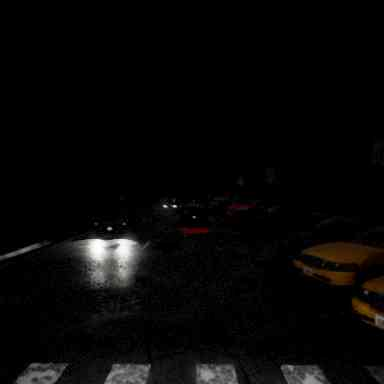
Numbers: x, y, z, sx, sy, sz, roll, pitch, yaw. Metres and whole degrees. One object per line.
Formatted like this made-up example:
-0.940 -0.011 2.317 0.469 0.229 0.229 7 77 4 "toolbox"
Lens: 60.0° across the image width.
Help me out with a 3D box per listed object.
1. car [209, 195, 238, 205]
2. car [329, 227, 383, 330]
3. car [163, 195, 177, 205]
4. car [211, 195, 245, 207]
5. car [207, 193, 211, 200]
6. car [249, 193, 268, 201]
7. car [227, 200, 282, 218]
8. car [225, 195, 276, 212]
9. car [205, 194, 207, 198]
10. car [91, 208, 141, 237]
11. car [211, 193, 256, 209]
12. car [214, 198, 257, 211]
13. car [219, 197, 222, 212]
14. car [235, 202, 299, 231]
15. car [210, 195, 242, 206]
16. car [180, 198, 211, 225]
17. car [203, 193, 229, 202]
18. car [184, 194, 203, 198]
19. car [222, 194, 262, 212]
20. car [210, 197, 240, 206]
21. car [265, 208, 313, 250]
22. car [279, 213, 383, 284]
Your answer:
5.592 1.393 59.502 4.553 1.767 2.185 1 0 -20 "car"
5.136 1.475 5.400 5.366 1.575 1.946 1 0 -20 "car"
-3.893 1.384 59.358 2.097 1.767 4.553 0 0 1 "car"
5.478 1.368 50.484 4.553 1.767 2.185 1 0 -20 "car"
5.451 1.231 44.471 5.566 2.045 2.435 1 0 -20 "car"
18.648 1.379 93.494 2.435 2.045 5.566 0 1 -21 "car"
5.328 1.497 23.458 4.792 1.488 2.163 1 0 -20 "car"
5.402 1.342 26.478 4.553 1.767 2.185 1 0 -20 "car"
5.563 1.527 62.505 5.008 1.535 2.097 1 0 -20 "car"
-3.920 1.549 17.766 1.994 1.385 4.181 0 0 0 "car"
5.409 1.220 35.454 5.566 2.045 2.435 1 0 -20 "car"
5.427 1.507 41.469 4.792 1.488 2.163 1 0 -20 "car"
5.399 1.509 32.476 4.674 1.452 2.002 1 0 -20 "car"
5.345 1.509 20.466 4.674 1.452 2.002 1 0 -20 "car"
5.495 1.376 53.486 4.553 1.767 2.185 1 0 -20 "car"
0.149 1.460 23.800 1.882 1.535 5.008 0 0 0 "car"
5.632 1.321 77.543 5.566 2.045 2.435 1 0 -20 "car"
0.222 1.216 42.772 2.150 2.045 5.566 0 0 0 "car"
5.418 1.343 29.479 4.553 1.767 2.185 1 0 -20 "car"
5.544 1.550 56.494 4.674 1.452 2.002 1 0 -20 "car"
5.325 1.477 11.466 4.892 1.521 2.231 1 0 -20 "car"
5.138 1.473 8.401 5.366 1.575 1.946 1 0 -20 "car"
